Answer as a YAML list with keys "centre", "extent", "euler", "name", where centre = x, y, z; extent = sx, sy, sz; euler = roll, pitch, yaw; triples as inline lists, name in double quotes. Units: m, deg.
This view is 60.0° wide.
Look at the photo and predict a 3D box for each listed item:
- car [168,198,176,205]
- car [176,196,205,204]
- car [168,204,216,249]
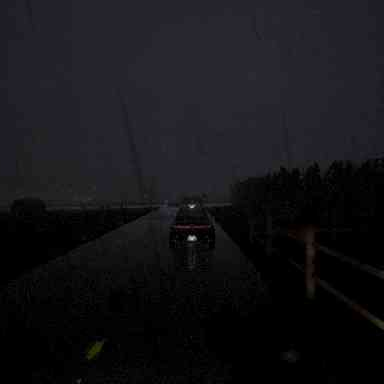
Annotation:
- centre: [-2.749, 1.750, 52.675]
  extent: [1.882, 1.535, 5.008]
  euler: [0, 0, 0]
  name: "car"
- centre: [0.001, 1.339, 29.694]
  extent: [2.150, 2.045, 5.566]
  euler: [0, 0, 0]
  name: "car"
- centre: [0.001, 1.511, 14.656]
  extent: [2.128, 1.511, 4.902]
  euler: [0, 0, 0]
  name: "car"
